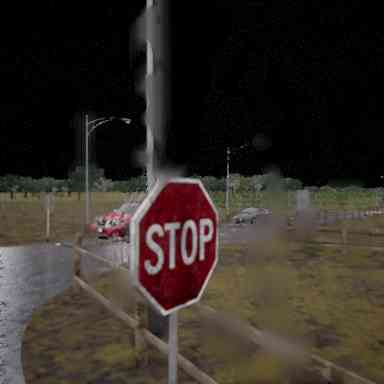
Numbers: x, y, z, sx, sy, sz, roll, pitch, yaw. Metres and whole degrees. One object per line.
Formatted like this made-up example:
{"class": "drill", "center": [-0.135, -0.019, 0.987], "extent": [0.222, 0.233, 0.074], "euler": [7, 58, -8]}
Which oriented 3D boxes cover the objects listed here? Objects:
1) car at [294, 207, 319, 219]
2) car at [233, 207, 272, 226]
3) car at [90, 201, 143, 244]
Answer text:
{"class": "car", "center": [14.310, 2.566, 41.441], "extent": [1.994, 1.385, 4.181], "euler": [1, -1, 37]}
{"class": "car", "center": [5.488, 2.145, 29.693], "extent": [1.837, 1.490, 4.892], "euler": [1, -1, 37]}
{"class": "car", "center": [-2.879, 1.555, 18.475], "extent": [2.150, 2.045, 5.566], "euler": [1, -1, 36]}
